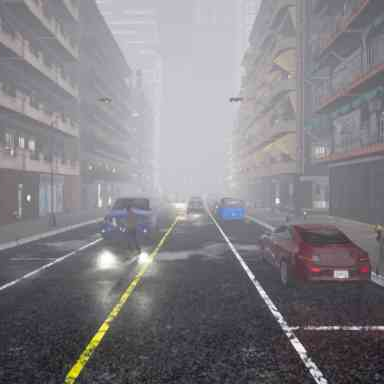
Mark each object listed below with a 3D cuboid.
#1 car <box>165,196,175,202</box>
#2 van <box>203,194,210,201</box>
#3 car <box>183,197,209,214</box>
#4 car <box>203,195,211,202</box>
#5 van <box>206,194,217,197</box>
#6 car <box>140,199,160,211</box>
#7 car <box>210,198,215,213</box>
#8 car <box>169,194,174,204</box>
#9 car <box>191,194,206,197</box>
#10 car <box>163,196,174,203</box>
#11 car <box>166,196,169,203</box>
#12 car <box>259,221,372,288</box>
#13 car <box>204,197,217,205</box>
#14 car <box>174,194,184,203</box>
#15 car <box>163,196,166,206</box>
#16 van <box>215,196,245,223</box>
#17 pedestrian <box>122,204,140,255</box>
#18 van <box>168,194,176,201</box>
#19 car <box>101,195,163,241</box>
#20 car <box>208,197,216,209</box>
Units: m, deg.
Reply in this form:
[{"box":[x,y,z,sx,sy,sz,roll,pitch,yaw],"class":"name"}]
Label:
[{"box":[-4.948,1.544,75.663,2.008,1.369,4.403,-1,0,1],"class":"car"},{"box":[3.485,1.334,81.152,1.690,1.788,3.998,-1,0,1],"class":"van"},{"box":[0.433,1.540,34.752,2.033,1.411,5.357,0,0,1],"class":"car"},{"box":[3.433,1.518,75.720,1.752,1.417,4.829,-1,0,1],"class":"car"},{"box":[3.205,1.333,53.143,1.690,1.788,3.998,-1,0,1],"class":"van"},{"box":[-5.283,1.558,42.052,1.947,1.339,4.313,-1,0,1],"class":"car"},{"box":[2.985,1.545,30.736,2.008,1.369,4.403,-1,0,1],"class":"car"},{"box":[-5.061,1.432,64.459,1.967,1.590,4.097,-1,0,1],"class":"car"},{"box":[0.535,1.344,47.922,2.097,1.767,4.553,0,0,1],"class":"car"},{"box":[-5.003,1.558,70.060,1.947,1.339,4.313,-1,0,1],"class":"car"},{"box":[-5.171,1.574,53.256,1.802,1.307,4.206,-1,0,1],"class":"car"},{"box":[3.089,1.524,9.136,1.812,1.442,4.674,0,0,1],"class":"car"},{"box":[3.264,1.543,58.746,2.008,1.369,4.403,-1,0,1],"class":"car"},{"box":[-2.357,1.485,66.535,2.128,1.511,4.902,0,0,1],"class":"car"},{"box":[-5.228,1.537,47.654,1.887,1.381,4.507,-1,0,1],"class":"car"},{"box":[2.926,1.336,25.135,1.690,1.788,3.998,-1,0,1],"class":"van"},{"box":[-2.149,1.292,11.738,0.375,1.860,0.375,-1,1,-2],"class":"pedestrian"},{"box":[-4.895,1.334,81.264,1.690,1.788,3.998,-1,0,1],"class":"van"},{"box":[-2.937,1.210,17.012,2.150,2.045,5.566,0,1,0],"class":"car"},{"box":[3.040,1.538,36.338,1.887,1.381,4.507,-1,0,1],"class":"car"}]
